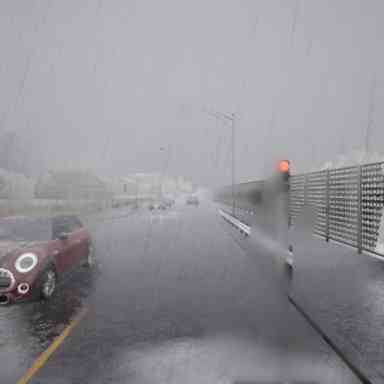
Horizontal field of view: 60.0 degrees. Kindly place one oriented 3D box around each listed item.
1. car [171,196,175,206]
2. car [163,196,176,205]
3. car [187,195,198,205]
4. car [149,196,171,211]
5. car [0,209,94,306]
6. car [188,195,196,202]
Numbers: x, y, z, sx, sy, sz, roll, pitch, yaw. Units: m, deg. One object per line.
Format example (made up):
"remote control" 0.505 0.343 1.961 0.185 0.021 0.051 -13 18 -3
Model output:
"car" -4.113 1.564 50.570 1.994 1.385 4.181 0 0 0
"car" -4.090 1.477 61.023 1.882 1.535 5.008 0 0 0
"car" 0.079 1.489 59.030 2.128 1.511 4.902 0 0 0
"car" -4.113 1.491 40.632 2.128 1.511 4.902 0 0 0
"car" -3.997 1.352 8.253 2.097 1.767 4.553 0 0 -1
"car" -0.031 1.477 77.771 1.882 1.535 5.008 0 0 0
